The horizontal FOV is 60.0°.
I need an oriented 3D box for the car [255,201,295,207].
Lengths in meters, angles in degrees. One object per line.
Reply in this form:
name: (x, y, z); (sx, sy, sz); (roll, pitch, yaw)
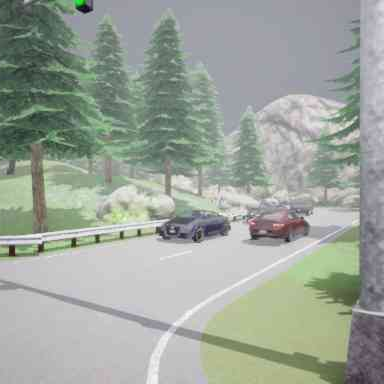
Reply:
car: (5.685, 1.515, 24.843); (2.128, 1.511, 4.902); (0, 0, 33)

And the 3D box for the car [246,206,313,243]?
car: (4.330, 1.601, 16.273); (1.812, 1.442, 4.674); (0, -1, 33)

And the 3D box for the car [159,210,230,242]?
car: (0.218, 1.582, 16.535); (1.994, 1.385, 4.181); (0, 0, 33)

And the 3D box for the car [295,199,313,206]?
car: (11.082, 1.534, 33.519); (1.837, 1.490, 4.892); (0, 0, 26)
